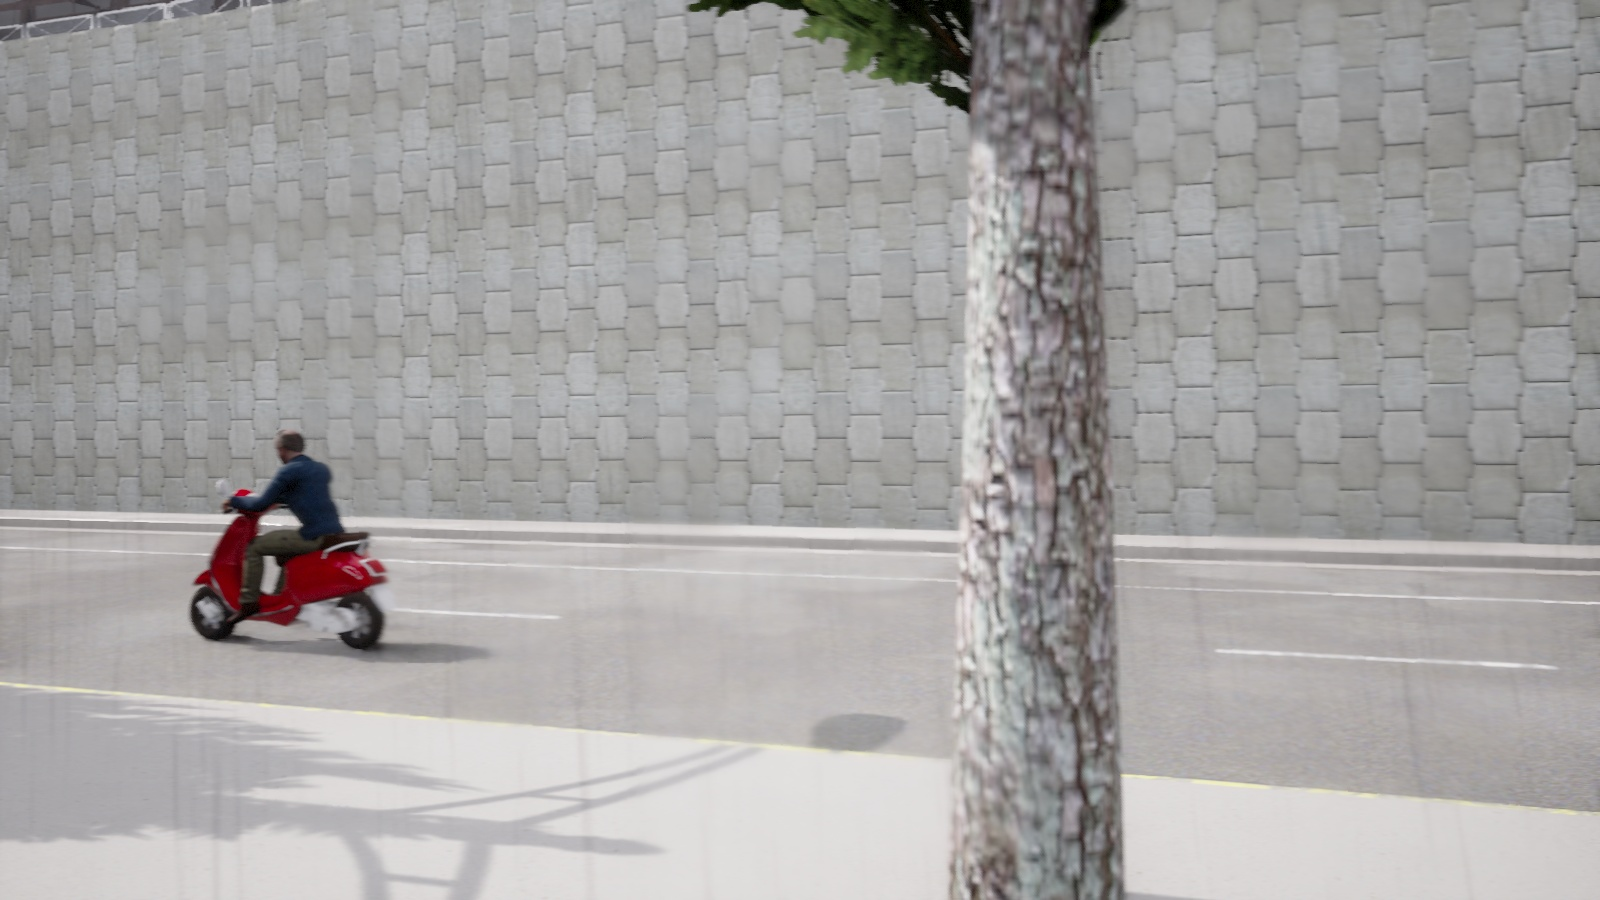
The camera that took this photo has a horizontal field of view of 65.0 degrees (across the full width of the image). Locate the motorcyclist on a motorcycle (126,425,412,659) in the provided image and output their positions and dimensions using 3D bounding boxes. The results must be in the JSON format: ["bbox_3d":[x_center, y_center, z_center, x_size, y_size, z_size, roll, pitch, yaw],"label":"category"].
[{"bbox_3d":[-3.898,0.617,9.251,1.817,1.590,0.866,1,1,19],"label":"motorcyclist on a motorcycle"}]
